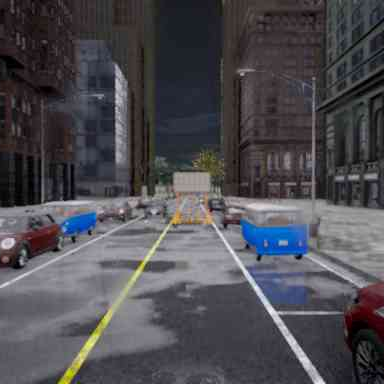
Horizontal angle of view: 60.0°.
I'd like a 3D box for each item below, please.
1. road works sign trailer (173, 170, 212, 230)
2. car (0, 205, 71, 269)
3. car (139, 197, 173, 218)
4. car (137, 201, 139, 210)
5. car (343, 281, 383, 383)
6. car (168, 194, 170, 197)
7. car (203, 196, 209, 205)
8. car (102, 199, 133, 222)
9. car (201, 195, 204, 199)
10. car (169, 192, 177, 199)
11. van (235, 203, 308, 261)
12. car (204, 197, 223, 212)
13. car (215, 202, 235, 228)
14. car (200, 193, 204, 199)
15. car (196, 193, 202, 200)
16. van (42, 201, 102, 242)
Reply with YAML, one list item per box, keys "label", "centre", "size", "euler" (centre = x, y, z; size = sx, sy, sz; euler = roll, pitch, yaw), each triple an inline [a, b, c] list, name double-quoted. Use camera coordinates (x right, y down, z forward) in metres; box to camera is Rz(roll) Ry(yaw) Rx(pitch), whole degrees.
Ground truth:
- label: "road works sign trailer"
  centre: [0.003, 0.440, 20.861]
  size: [2.380, 3.560, 2.880]
  euler: [0, 0, -1]
- label: "car"
  centre: [-5.778, 1.428, 10.815]
  size: [1.967, 1.590, 4.097]
  euler: [-1, 0, 0]
- label: "car"
  centre: [-3.105, 1.455, 29.758]
  size: [2.128, 1.511, 4.902]
  euler: [0, 0, 0]
- label: "car"
  centre: [-5.788, 1.488, 41.787]
  size: [1.887, 1.381, 4.507]
  euler: [-1, 0, 0]
- label: "car"
  centre: [2.774, 1.313, 1.840]
  size: [2.192, 1.841, 5.009]
  euler: [-1, 0, 0]
- label: "car"
  centre: [-5.794, 1.455, 63.299]
  size: [1.947, 1.339, 4.313]
  euler: [-1, 0, 0]
- label: "car"
  centre: [2.738, 1.508, 42.490]
  size: [1.947, 1.339, 4.313]
  euler: [-1, 0, 0]
- label: "car"
  centre: [-5.784, 1.409, 25.652]
  size: [1.967, 1.590, 4.097]
  euler: [-1, 0, 0]
- label: "car"
  centre: [2.736, 1.482, 47.692]
  size: [2.008, 1.369, 4.403]
  euler: [-1, 0, 0]
- label: "car"
  centre: [-5.802, 1.372, 90.269]
  size: [1.802, 1.307, 4.206]
  euler: [-1, 0, 0]
- label: "van"
  centre: [2.782, 1.328, 12.015]
  size: [1.690, 1.788, 3.998]
  euler: [-1, 0, 0]
- label: "car"
  centre: [2.740, 1.518, 37.286]
  size: [1.947, 1.339, 4.313]
  euler: [-1, 0, 0]
- label: "car"
  centre: [2.745, 1.557, 21.678]
  size: [1.802, 1.307, 4.206]
  euler: [-1, 0, 0]
- label: "car"
  centre: [2.733, 1.430, 58.267]
  size: [1.752, 1.417, 4.829]
  euler: [-1, 0, 0]
- label: "car"
  centre: [2.723, 1.315, 90.451]
  size: [1.752, 1.417, 4.829]
  euler: [-1, 0, 0]
- label: "van"
  centre: [-5.781, 1.323, 15.701]
  size: [1.690, 1.788, 3.998]
  euler: [-1, 0, 0]
